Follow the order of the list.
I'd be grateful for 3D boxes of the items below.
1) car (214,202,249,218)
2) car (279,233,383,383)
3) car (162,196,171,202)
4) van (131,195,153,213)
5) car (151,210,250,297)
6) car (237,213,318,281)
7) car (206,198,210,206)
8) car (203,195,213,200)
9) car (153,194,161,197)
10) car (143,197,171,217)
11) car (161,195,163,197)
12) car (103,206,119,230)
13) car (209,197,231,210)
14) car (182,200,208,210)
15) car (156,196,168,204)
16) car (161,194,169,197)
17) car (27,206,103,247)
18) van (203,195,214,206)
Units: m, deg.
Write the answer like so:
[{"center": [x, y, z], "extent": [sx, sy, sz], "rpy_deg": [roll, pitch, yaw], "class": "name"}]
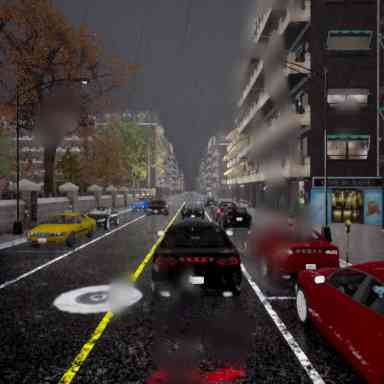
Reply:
[{"center": [2.667, 1.567, 20.798], "extent": [1.947, 1.339, 4.313], "rpy_deg": [0, 0, 0], "class": "car"}, {"center": [2.682, 1.544, 4.192], "extent": [1.887, 1.381, 4.507], "rpy_deg": [0, 0, 0], "class": "car"}, {"center": [-5.762, 1.602, 76.141], "extent": [1.802, 1.307, 4.206], "rpy_deg": [0, 0, 0], "class": "car"}, {"center": [-5.729, 1.345, 37.394], "extent": [1.690, 1.788, 3.998], "rpy_deg": [0, 0, 0], "class": "van"}, {"center": [0.089, 1.477, 8.644], "extent": [1.882, 1.535, 5.008], "rpy_deg": [0, 0, 0], "class": "car"}, {"center": [2.677, 1.544, 9.727], "extent": [1.887, 1.381, 4.507], "rpy_deg": [0, 0, 0], "class": "car"}, {"center": [2.657, 1.569, 31.868], "extent": [1.947, 1.339, 4.313], "rpy_deg": [0, 0, 0], "class": "car"}, {"center": [2.643, 1.574, 48.473], "extent": [1.947, 1.339, 4.313], "rpy_deg": [0, 0, 0], "class": "car"}, {"center": [-5.735, 1.321, 42.930], "extent": [2.192, 1.841, 5.009], "rpy_deg": [0, 0, 0], "class": "car"}, {"center": [-3.119, 1.508, 31.344], "extent": [1.837, 1.490, 4.892], "rpy_deg": [0, 0, 0], "class": "car"}, {"center": [-5.738, 1.558, 48.465], "extent": [2.008, 1.369, 4.403], "rpy_deg": [0, 0, 0], "class": "car"}, {"center": [-5.713, 1.551, 20.790], "extent": [2.008, 1.369, 4.403], "rpy_deg": [0, 0, 0], "class": "car"}, {"center": [2.661, 1.442, 26.333], "extent": [1.967, 1.590, 4.097], "rpy_deg": [0, 0, 0], "class": "car"}, {"center": [0.074, 1.603, 28.356], "extent": [1.895, 1.301, 4.718], "rpy_deg": [0, 0, 0], "class": "car"}, {"center": [-5.752, 1.581, 65.072], "extent": [1.947, 1.339, 4.313], "rpy_deg": [0, 0, 0], "class": "car"}, {"center": [-5.749, 1.327, 59.536], "extent": [2.192, 1.841, 5.009], "rpy_deg": [0, 0, 0], "class": "car"}, {"center": [-5.708, 1.525, 15.084], "extent": [1.752, 1.417, 4.829], "rpy_deg": [0, 0, 0], "class": "car"}, {"center": [2.636, 1.351, 54.009], "extent": [1.690, 1.788, 3.998], "rpy_deg": [0, 0, 0], "class": "van"}]
